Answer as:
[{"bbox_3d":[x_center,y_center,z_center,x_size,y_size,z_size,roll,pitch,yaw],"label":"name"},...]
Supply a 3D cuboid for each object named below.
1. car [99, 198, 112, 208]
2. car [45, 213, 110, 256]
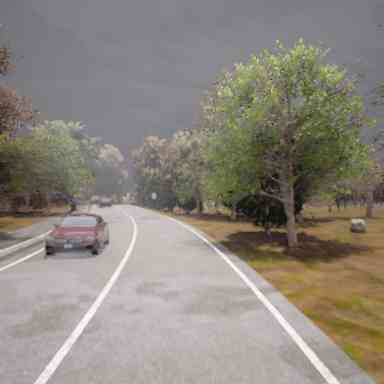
[{"bbox_3d":[-14.150,1.738,54.590,1.882,1.535,5.008,1,-1,-16],"label":"car"},{"bbox_3d":[-4.490,1.611,13.659,1.812,1.442,4.674,0,0,-7],"label":"car"}]
